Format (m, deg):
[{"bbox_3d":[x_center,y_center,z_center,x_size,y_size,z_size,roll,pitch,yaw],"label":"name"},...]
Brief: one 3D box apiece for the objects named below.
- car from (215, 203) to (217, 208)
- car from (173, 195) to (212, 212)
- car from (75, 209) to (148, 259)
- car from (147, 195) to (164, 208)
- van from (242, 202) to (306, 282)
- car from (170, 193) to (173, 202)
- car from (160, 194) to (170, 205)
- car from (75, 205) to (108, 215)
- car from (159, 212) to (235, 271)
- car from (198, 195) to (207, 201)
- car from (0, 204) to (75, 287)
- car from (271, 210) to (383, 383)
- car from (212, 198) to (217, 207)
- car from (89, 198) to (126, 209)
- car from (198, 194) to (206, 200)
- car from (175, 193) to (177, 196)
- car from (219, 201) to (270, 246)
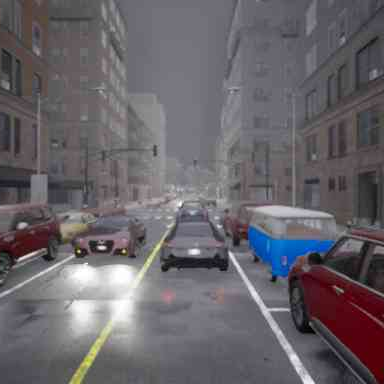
[{"bbox_3d":[2.631,1.558,20.788,1.802,1.307,4.206,0,0,0],"label":"car"},{"bbox_3d":[0.041,1.326,22.554,2.097,1.767,4.553,0,0,0],"label":"car"},{"bbox_3d":[-2.840,1.550,12.423,1.994,1.385,4.181,0,0,0],"label":"car"},{"bbox_3d":[-5.434,1.469,47.622,1.752,1.417,4.829,0,0,0],"label":"car"},{"bbox_3d":[2.635,1.331,9.429,1.690,1.788,3.998,0,0,0],"label":"van"},{"bbox_3d":[-5.434,1.241,64.238,2.192,1.841,5.009,0,0,0],"label":"car"},{"bbox_3d":[-5.434,1.457,58.586,1.752,1.417,4.829,0,0,0],"label":"car"},{"bbox_3d":[-5.404,1.508,14.936,1.752,1.417,4.829,0,0,0],"label":"car"},{"bbox_3d":[0.068,1.551,10.810,1.994,1.385,4.181,0,0,0],"label":"car"},{"bbox_3d":[2.606,1.459,80.687,2.008,1.369,4.403,0,0,0],"label":"car"},{"bbox_3d":[-5.401,1.304,9.428,2.192,1.841,5.009,0,0,0],"label":"car"},{"bbox_3d":[2.638,1.311,3.750,2.192,1.841,5.009,0,0,0],"label":"car"},{"bbox_3d":[2.620,1.495,47.796,2.008,1.369,4.403,0,0,0],"label":"car"},{"bbox_3d":[-5.407,1.290,20.785,2.192,1.841,5.009,0,0,0],"label":"car"},{"bbox_3d":[2.604,1.343,86.169,1.967,1.590,4.097,0,0,0],"label":"car"},{"bbox_3d":[-5.435,1.459,80.684,2.008,1.369,4.403,0,0,0],"label":"car"},{"bbox_3d":[2.633,1.298,15.108,2.192,1.841,5.009,0,0,0],"label":"car"}]
